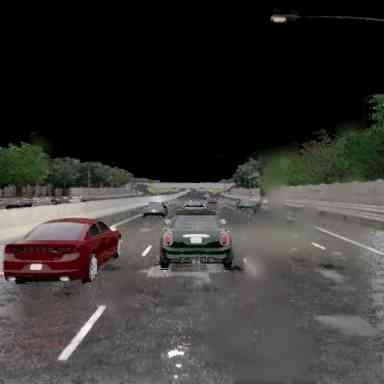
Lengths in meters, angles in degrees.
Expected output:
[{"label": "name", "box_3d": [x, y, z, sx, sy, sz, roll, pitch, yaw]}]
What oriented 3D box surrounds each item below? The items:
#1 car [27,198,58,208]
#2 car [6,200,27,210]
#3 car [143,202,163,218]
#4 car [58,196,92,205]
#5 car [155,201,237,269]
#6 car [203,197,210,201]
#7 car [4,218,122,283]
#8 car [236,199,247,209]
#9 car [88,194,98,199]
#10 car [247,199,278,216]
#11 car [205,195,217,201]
[{"label": "car", "box_3d": [-17.402, 1.551, 39.990, 1.837, 1.490, 4.892, 0, 0, 1]}, {"label": "car", "box_3d": [-20.892, 1.649, 41.132, 1.895, 1.301, 4.718, 0, 0, 1]}, {"label": "car", "box_3d": [-3.289, 1.591, 30.715, 1.994, 1.385, 4.181, 0, 0, 0]}, {"label": "car", "box_3d": [-13.904, 1.572, 39.868, 1.812, 1.442, 4.674, 0, 0, 1]}, {"label": "car", "box_3d": [0.121, 1.355, 11.305, 2.097, 1.767, 4.553, 0, 0, 0]}, {"label": "car", "box_3d": [0.206, 1.517, 29.891, 2.128, 1.511, 4.902, 0, 0, 0]}, {"label": "car", "box_3d": [-3.385, 1.479, 9.707, 1.882, 1.535, 5.008, 0, 0, 0]}, {"label": "car", "box_3d": [7.277, 1.630, 45.814, 1.994, 1.385, 4.181, 0, 0, 1]}, {"label": "car", "box_3d": [-23.831, 1.258, 79.223, 1.837, 1.490, 4.892, 0, 0, 1]}, {"label": "car", "box_3d": [7.069, 1.522, 32.447, 2.128, 1.511, 4.902, 0, 0, 2]}, {"label": "car", "box_3d": [3.992, 1.724, 67.435, 1.895, 1.301, 4.718, 0, 0, 1]}]
